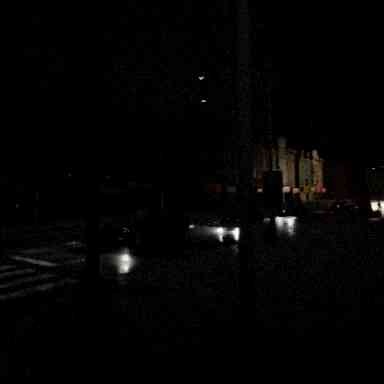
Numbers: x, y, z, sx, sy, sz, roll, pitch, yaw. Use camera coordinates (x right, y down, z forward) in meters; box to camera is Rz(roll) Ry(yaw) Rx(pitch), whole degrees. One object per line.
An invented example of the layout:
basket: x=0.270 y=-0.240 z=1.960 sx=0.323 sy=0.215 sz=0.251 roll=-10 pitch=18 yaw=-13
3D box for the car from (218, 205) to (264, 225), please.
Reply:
car: x=3.621 y=1.641 z=24.226 sx=1.994 sy=1.385 sz=4.181 roll=-1 pitch=-1 yaw=35

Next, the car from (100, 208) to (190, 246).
car: x=-2.141 y=1.572 z=16.188 sx=1.882 sy=1.535 sz=5.008 roll=-1 pitch=-1 yaw=37

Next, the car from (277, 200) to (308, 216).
car: x=10.050 y=1.548 z=33.180 sx=2.128 sy=1.511 sz=4.902 roll=-1 pitch=-1 yaw=36

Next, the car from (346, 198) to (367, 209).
car: x=23.126 y=1.575 z=46.552 sx=1.895 sy=1.301 sz=4.718 roll=-1 pitch=-1 yaw=36

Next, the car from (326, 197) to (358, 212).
car: x=17.370 y=1.556 z=38.437 sx=1.994 sy=1.385 sz=4.181 roll=-1 pitch=-1 yaw=36
